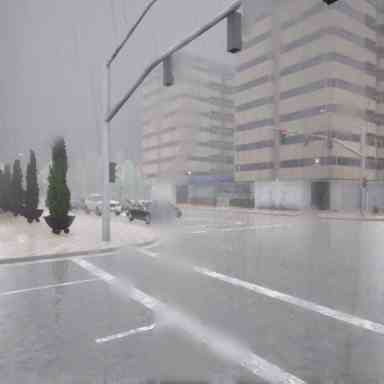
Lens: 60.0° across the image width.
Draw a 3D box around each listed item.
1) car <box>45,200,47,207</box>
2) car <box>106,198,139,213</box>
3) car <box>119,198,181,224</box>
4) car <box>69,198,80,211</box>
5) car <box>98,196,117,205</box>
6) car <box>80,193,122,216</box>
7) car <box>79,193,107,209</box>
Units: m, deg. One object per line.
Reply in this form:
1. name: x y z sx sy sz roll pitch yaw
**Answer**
1. car: -20.475 1.478 49.455 1.882 1.535 5.008 0 0 -34
2. car: -7.859 1.505 37.431 1.837 1.490 4.892 0 0 -35
3. car: -3.241 1.491 24.710 2.128 1.511 4.902 0 0 -35
4. car: -14.506 1.526 40.826 1.812 1.442 4.674 0 0 -35
5. car: -15.465 1.526 60.874 1.812 1.442 4.674 0 0 -35
6. car: -8.894 1.222 32.798 2.150 2.045 5.566 0 0 -35
7. car: -13.759 1.221 45.914 2.150 2.045 5.566 0 0 -34
